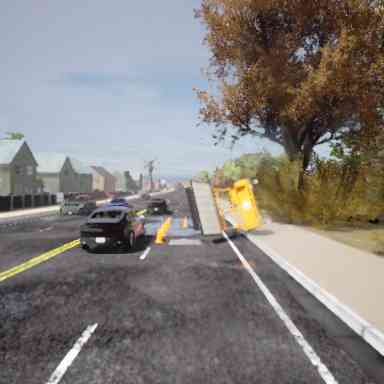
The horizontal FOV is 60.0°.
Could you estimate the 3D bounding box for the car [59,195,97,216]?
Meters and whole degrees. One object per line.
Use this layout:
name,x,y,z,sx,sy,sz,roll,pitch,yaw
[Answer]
car,-9.856,1.099,29.147,2.097,1.767,4.553,0,1,0

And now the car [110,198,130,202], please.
car,-6.607,1.263,30.233,1.812,1.442,4.674,0,1,0

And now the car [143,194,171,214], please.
car,-3.160,1.228,31.707,1.837,1.490,4.892,0,0,0

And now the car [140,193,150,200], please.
car,-9.774,0.877,70.100,1.994,1.385,4.181,0,1,0

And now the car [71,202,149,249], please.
car,-3.156,1.385,13.873,1.837,1.490,4.892,0,0,0

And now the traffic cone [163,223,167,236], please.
traffic cone,-1.387,1.817,16.113,0.340,0.580,0.340,0,0,0

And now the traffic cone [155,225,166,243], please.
traffic cone,-1.386,1.834,14.113,0.340,0.580,0.340,0,0,0

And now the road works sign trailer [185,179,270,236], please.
road works sign trailer,1.116,0.799,14.912,2.880,2.380,3.560,-25,-19,37
